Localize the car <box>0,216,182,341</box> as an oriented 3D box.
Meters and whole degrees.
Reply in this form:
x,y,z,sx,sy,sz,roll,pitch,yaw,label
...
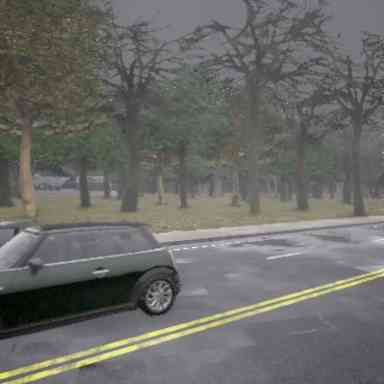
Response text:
x,y,z,sx,sy,sz,roll,pitch,yaw,label
-2.492,1.357,5.904,4.553,1.767,2.097,0,0,-36,car

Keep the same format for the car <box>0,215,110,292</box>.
x,y,z,sx,sy,sz,roll,pitch,yaw,label
-4.788,1.481,8.256,5.008,1.535,1.882,0,0,-35,car
